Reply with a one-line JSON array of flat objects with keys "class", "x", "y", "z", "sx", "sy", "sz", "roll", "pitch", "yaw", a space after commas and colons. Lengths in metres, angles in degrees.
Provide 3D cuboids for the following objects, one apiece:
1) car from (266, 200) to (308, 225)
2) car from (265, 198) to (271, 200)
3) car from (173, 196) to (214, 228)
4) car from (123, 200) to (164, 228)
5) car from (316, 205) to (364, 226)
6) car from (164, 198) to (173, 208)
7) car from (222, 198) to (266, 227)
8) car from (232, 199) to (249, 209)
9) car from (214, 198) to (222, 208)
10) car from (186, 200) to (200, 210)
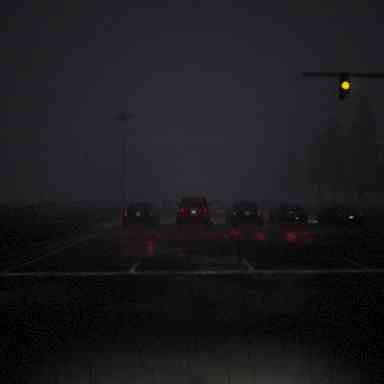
[{"class": "car", "x": 7.100, "y": 1.588, "z": 24.883, "sx": 2.128, "sy": 1.511, "sz": 4.902, "roll": 0, "pitch": 0, "yaw": 0}, {"class": "car", "x": 10.601, "y": 1.691, "z": 48.587, "sx": 1.837, "sy": 1.490, "sz": 4.892, "roll": 0, "pitch": 0, "yaw": 0}, {"class": "car", "x": 0.103, "y": 1.310, "z": 22.934, "sx": 2.150, "sy": 2.045, "sz": 5.566, "roll": 0, "pitch": 0, "yaw": 0}, {"class": "car", "x": -3.399, "y": 1.441, "z": 23.173, "sx": 2.097, "sy": 1.767, "sz": 4.553, "roll": 0, "pitch": 0, "yaw": 0}, {"class": "car", "x": 10.602, "y": 1.657, "z": 24.141, "sx": 1.994, "sy": 1.385, "sz": 4.181, "roll": 0, "pitch": 0, "yaw": 0}, {"class": "car", "x": -3.397, "y": 1.670, "z": 50.194, "sx": 1.882, "sy": 1.535, "sz": 5.008, "roll": 0, "pitch": 0, "yaw": 0}, {"class": "car", "x": 3.601, "y": 1.443, "z": 23.764, "sx": 2.097, "sy": 1.767, "sz": 4.553, "roll": 0, "pitch": 0, "yaw": 0}, {"class": "car", "x": 7.103, "y": 1.753, "z": 49.154, "sx": 1.994, "sy": 1.385, "sz": 4.181, "roll": 0, "pitch": 0, "yaw": 0}, {"class": "car", "x": 3.602, "y": 1.692, "z": 48.693, "sx": 1.837, "sy": 1.490, "sz": 4.892, "roll": 0, "pitch": 0, "yaw": 0}, {"class": "car", "x": 0.102, "y": 1.783, "z": 47.419, "sx": 1.895, "sy": 1.301, "sz": 4.718, "roll": 0, "pitch": 0, "yaw": 0}]
